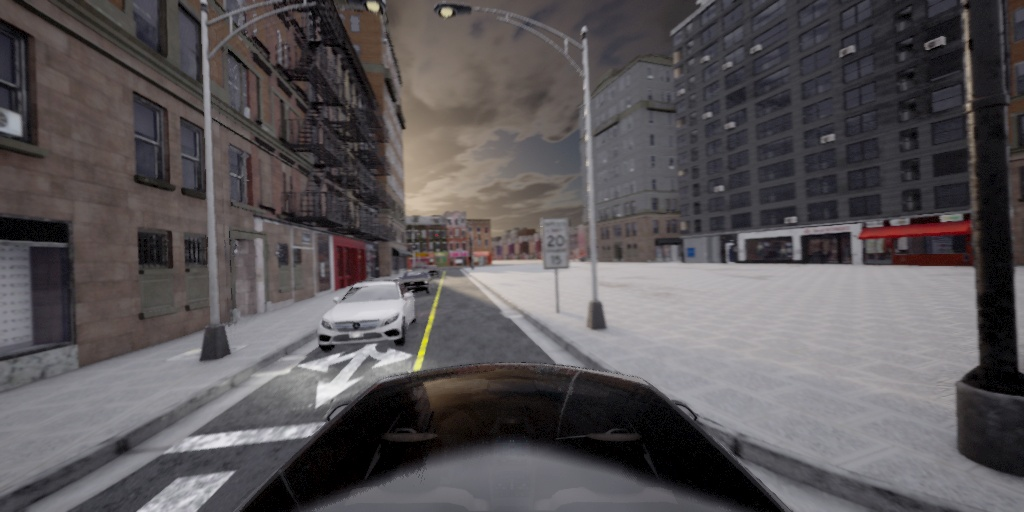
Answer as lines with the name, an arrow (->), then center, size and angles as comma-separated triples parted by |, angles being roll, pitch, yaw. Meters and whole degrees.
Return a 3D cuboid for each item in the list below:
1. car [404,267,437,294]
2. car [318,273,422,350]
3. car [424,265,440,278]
car -> -5.764, 1.560, 21.540 | 1.895, 1.301, 4.718 | -2, 0, -10
car -> -3.704, 1.412, 9.874 | 1.812, 1.442, 4.674 | -2, 0, -10
car -> -8.769, 1.676, 38.819 | 1.895, 1.301, 4.718 | -2, 0, -9
